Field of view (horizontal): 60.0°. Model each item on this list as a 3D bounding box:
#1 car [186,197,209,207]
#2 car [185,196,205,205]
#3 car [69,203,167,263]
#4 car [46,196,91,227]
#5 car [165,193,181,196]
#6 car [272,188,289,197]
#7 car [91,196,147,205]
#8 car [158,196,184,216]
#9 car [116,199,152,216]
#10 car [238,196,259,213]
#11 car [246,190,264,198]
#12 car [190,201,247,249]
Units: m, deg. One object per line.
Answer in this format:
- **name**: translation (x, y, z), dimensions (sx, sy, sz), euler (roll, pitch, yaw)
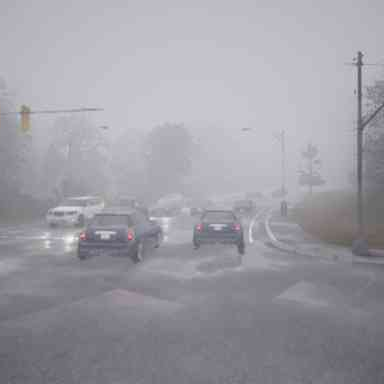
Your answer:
- **car**: translation (1.245, 1.523, 32.488), dimensions (1.994, 1.385, 4.181), euler (0, 2, 15)
- **car**: translation (0.690, 1.191, 42.705), dimensions (1.895, 1.301, 4.718), euler (0, 3, 20)
- **car**: translation (-2.550, 1.478, 12.810), dimensions (2.097, 1.767, 4.553), euler (0, -1, 6)
- **car**: translation (-8.161, 1.365, 24.128), dimensions (2.150, 2.045, 5.566), euler (0, 0, 10)
- **car**: translation (-2.709, 0.963, 43.624), dimensions (2.097, 1.767, 4.553), euler (0, 3, 20)
- **car**: translation (15.044, 0.090, 56.529), dimensions (2.128, 1.511, 4.902), euler (0, 3, 30)
- **car**: translation (-4.692, 1.365, 23.625), dimensions (2.150, 2.045, 5.566), euler (0, 0, 10)
- **car**: translation (-2.469, 1.502, 32.911), dimensions (1.812, 1.442, 4.674), euler (0, 2, 16)
- **car**: translation (-5.826, 1.541, 33.898), dimensions (1.994, 1.385, 4.181), euler (0, 1, 15)
- **car**: translation (5.588, 1.434, 34.927), dimensions (1.895, 1.301, 4.718), euler (0, 2, 17)
- **car**: translation (10.425, 0.304, 55.448), dimensions (1.812, 1.442, 4.674), euler (0, 3, 29)
- **car**: translation (1.307, 1.509, 15.562), dimensions (2.097, 1.767, 4.553), euler (0, 0, 7)
